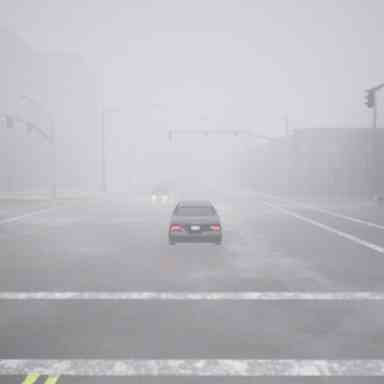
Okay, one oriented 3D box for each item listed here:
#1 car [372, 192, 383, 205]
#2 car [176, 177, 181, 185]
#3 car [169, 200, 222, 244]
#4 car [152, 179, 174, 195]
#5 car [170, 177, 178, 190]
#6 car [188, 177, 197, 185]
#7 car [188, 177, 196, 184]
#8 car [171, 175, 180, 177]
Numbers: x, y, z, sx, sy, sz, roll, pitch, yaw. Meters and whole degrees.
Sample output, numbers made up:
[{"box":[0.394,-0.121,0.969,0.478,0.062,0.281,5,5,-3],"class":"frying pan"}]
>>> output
[{"box":[16.288,0.286,25.109,4.902,1.511,2.128,0,3,0],"class":"car"},{"box":[-3.468,-1.565,59.349,2.033,1.411,5.357,0,3,0],"class":"car"},{"box":[0.106,1.025,12.797,2.033,1.411,5.357,0,3,0],"class":"car"},{"box":[-3.574,-0.458,39.447,2.033,1.411,5.357,0,3,0],"class":"car"},{"box":[-3.541,-1.034,49.039,1.837,1.490,4.892,0,3,0],"class":"car"},{"box":[0.038,-2.193,69.387,1.882,1.535,5.008,0,3,0],"class":"car"},{"box":[0.043,-2.750,79.787,1.837,1.490,4.892,0,3,0],"class":"car"},{"box":[-3.462,-2.464,69.678,2.150,2.045,5.566,0,3,0],"class":"car"}]
